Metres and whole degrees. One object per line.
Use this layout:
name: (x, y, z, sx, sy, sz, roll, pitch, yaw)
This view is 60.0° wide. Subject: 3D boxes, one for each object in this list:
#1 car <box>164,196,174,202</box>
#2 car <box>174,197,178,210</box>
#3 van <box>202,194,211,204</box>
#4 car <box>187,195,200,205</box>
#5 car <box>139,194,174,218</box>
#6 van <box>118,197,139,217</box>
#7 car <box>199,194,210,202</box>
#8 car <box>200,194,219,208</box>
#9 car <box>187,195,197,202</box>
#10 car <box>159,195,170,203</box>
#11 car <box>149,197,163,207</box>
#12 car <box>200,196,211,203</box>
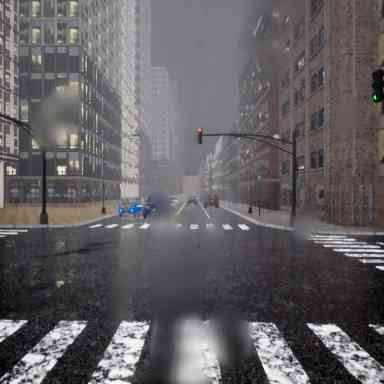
car: (-5.609, 1.589, 80.568, 2.008, 1.369, 4.403, 0, 0, 0)
car: (-3.057, 1.611, 40.621, 1.895, 1.301, 4.718, 0, 0, 0)
van: (2.754, 1.366, 63.908, 1.690, 1.788, 3.998, 0, 0, 0)
car: (0.065, 1.623, 60.129, 1.895, 1.301, 4.718, 0, 0, 0)
car: (-3.077, 1.227, 30.279, 2.150, 2.045, 5.566, 0, 0, 0)
van: (-5.660, 1.347, 30.609, 1.690, 1.788, 3.998, 0, 0, 0)
car: (2.765, 1.348, 75.009, 2.192, 1.841, 5.009, 0, 0, 0)
car: (2.737, 1.329, 47.255, 2.192, 1.841, 5.009, 0, 0, 0)
car: (0.074, 1.419, 70.105, 2.033, 1.411, 5.357, 0, 0, 0)
car: (-5.620, 1.469, 69.466, 1.967, 1.590, 4.097, 0, 0, 0)
car: (-5.637, 1.542, 52.643, 1.752, 1.417, 4.829, 0, 0, 0)
car: (2.761, 1.579, 69.458, 2.008, 1.369, 4.403, 0, 0, 0)
